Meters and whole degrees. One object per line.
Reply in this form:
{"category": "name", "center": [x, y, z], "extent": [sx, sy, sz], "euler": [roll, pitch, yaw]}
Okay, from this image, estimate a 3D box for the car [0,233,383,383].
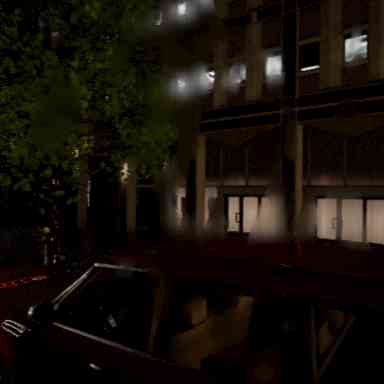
{"category": "car", "center": [0.083, 1.309, 2.808], "extent": [5.009, 1.841, 2.192], "euler": [0, 0, 36]}
